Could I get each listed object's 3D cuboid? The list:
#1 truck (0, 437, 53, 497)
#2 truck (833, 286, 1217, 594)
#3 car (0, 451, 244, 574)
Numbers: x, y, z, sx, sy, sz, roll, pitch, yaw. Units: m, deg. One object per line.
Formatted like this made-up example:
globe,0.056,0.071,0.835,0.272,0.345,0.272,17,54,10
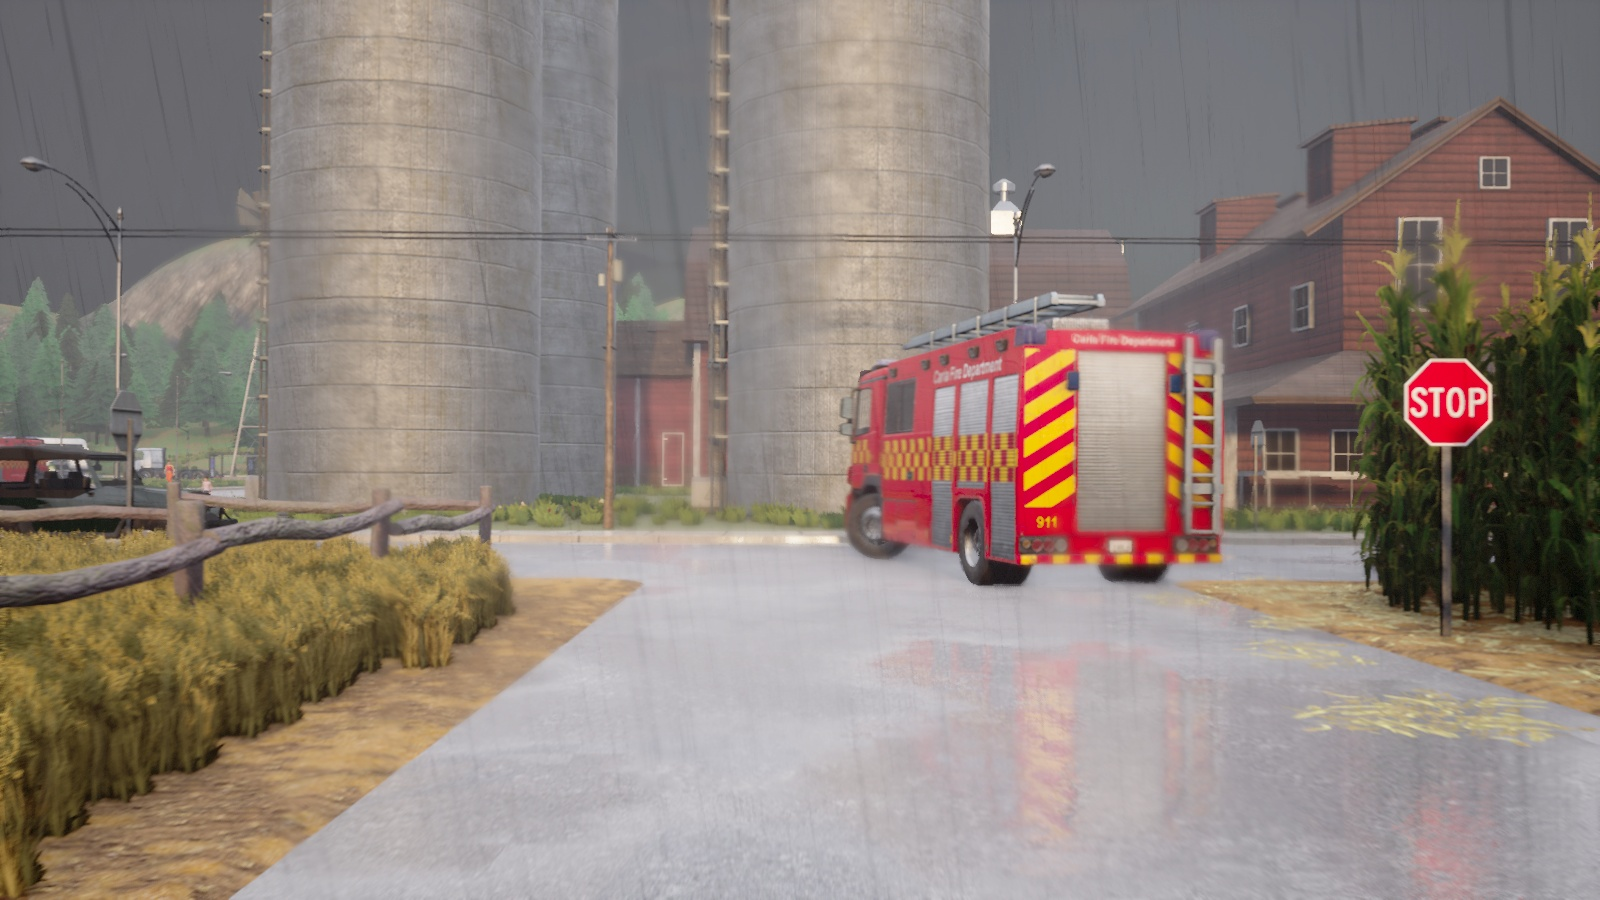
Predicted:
truck,-52.731,1.119,82.050,2.891,3.827,8.468,0,-1,-1
truck,3.024,-0.051,20.084,2.891,3.827,8.468,0,-1,-13
car,-11.287,0.969,20.182,3.866,1.878,1.905,0,-1,0
